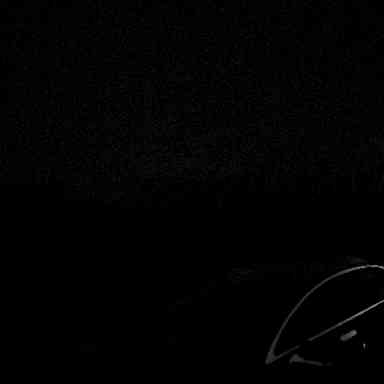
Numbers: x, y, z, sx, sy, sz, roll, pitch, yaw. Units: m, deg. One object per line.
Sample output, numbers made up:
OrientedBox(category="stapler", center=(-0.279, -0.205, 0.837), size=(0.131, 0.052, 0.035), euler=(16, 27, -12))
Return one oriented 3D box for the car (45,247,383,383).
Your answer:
OrientedBox(category="car", center=(0.950, 1.496, 3.724), size=(4.892, 1.490, 1.837), euler=(-2, 1, -35))
